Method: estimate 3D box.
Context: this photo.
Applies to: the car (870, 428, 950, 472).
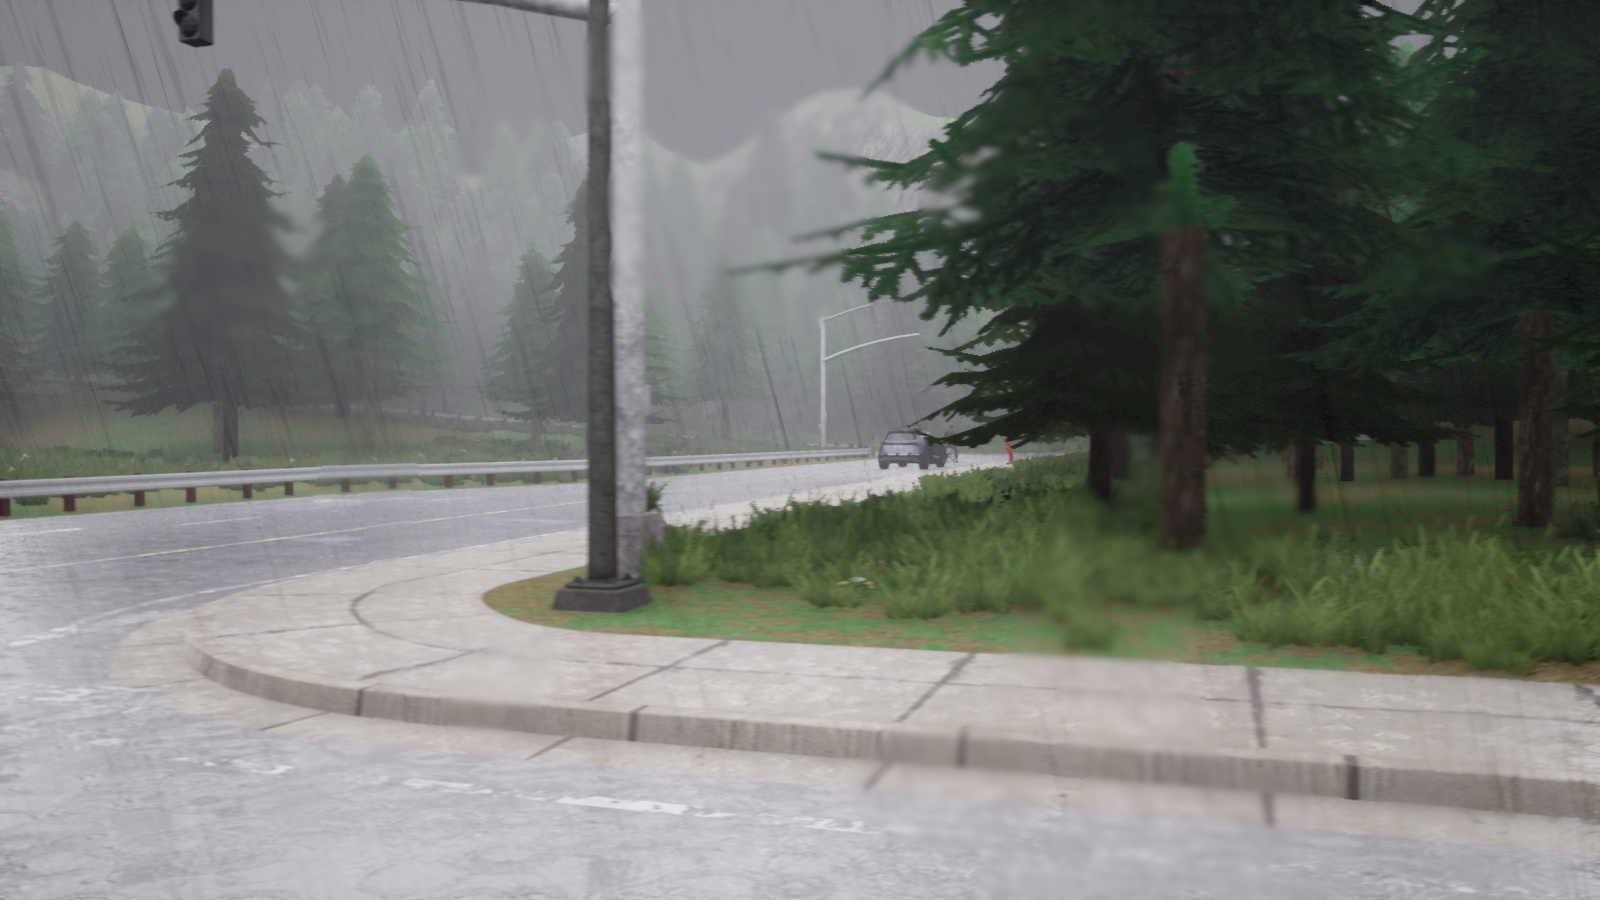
[{"bbox_3d":[4.455,-0.053,50.136,2.033,1.649,4.856,1,1,19],"label":"car"}]
